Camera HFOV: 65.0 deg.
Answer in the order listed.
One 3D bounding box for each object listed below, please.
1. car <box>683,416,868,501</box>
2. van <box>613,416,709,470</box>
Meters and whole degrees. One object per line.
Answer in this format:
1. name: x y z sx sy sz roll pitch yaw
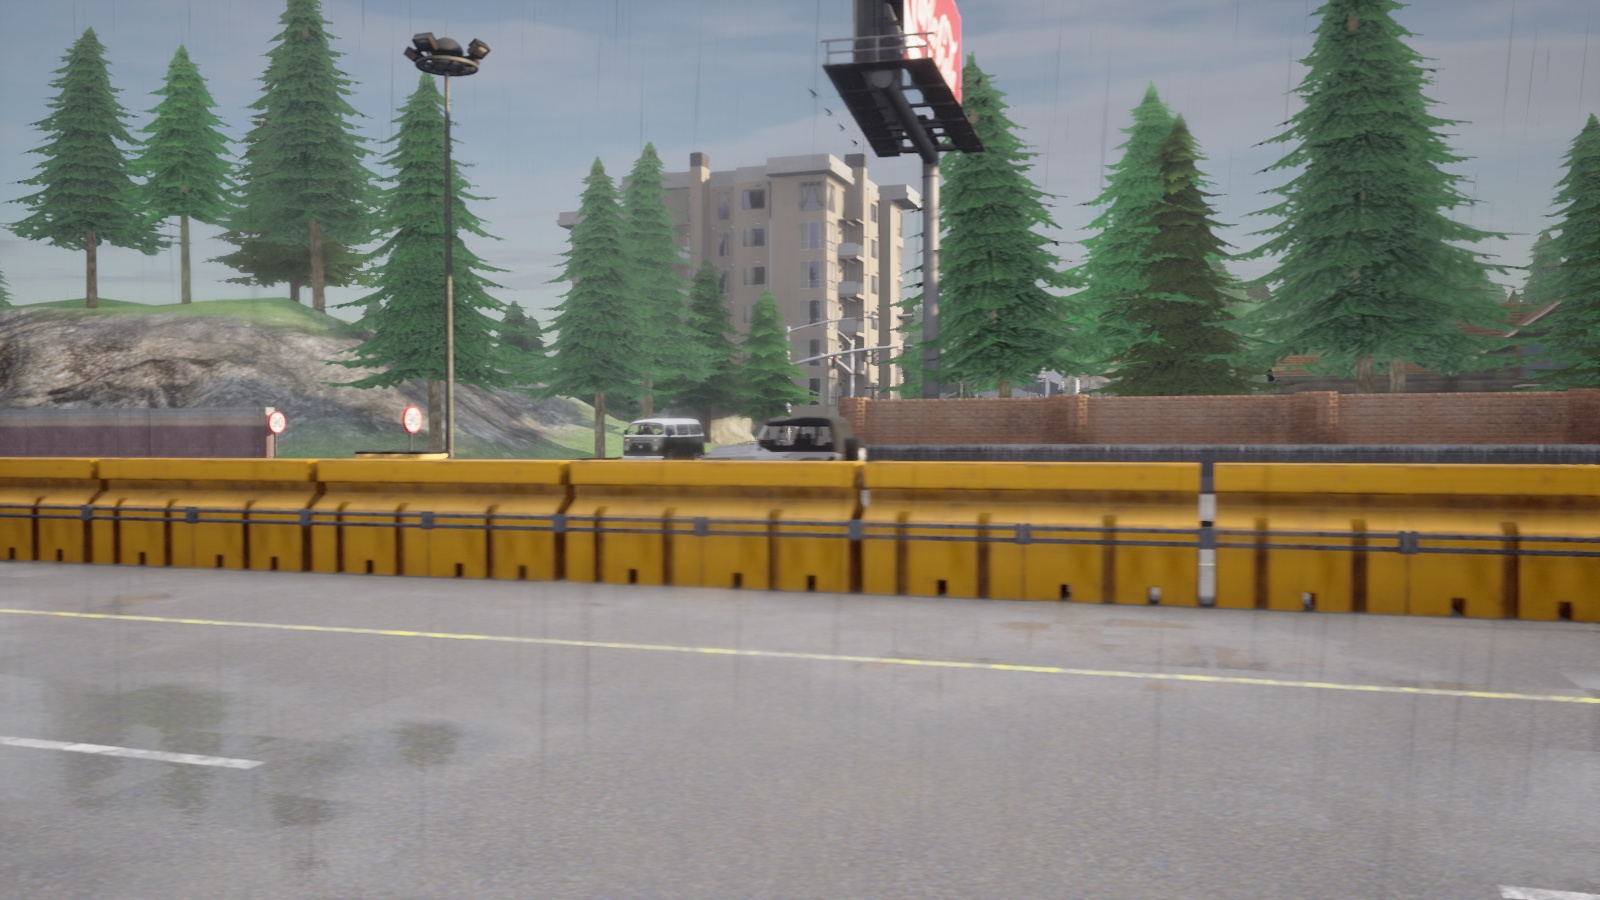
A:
1. car: -0.552 0.152 29.225 3.866 1.878 1.905 1 1 19
2. van: -5.458 -0.291 50.004 2.069 2.038 4.480 1 1 19
